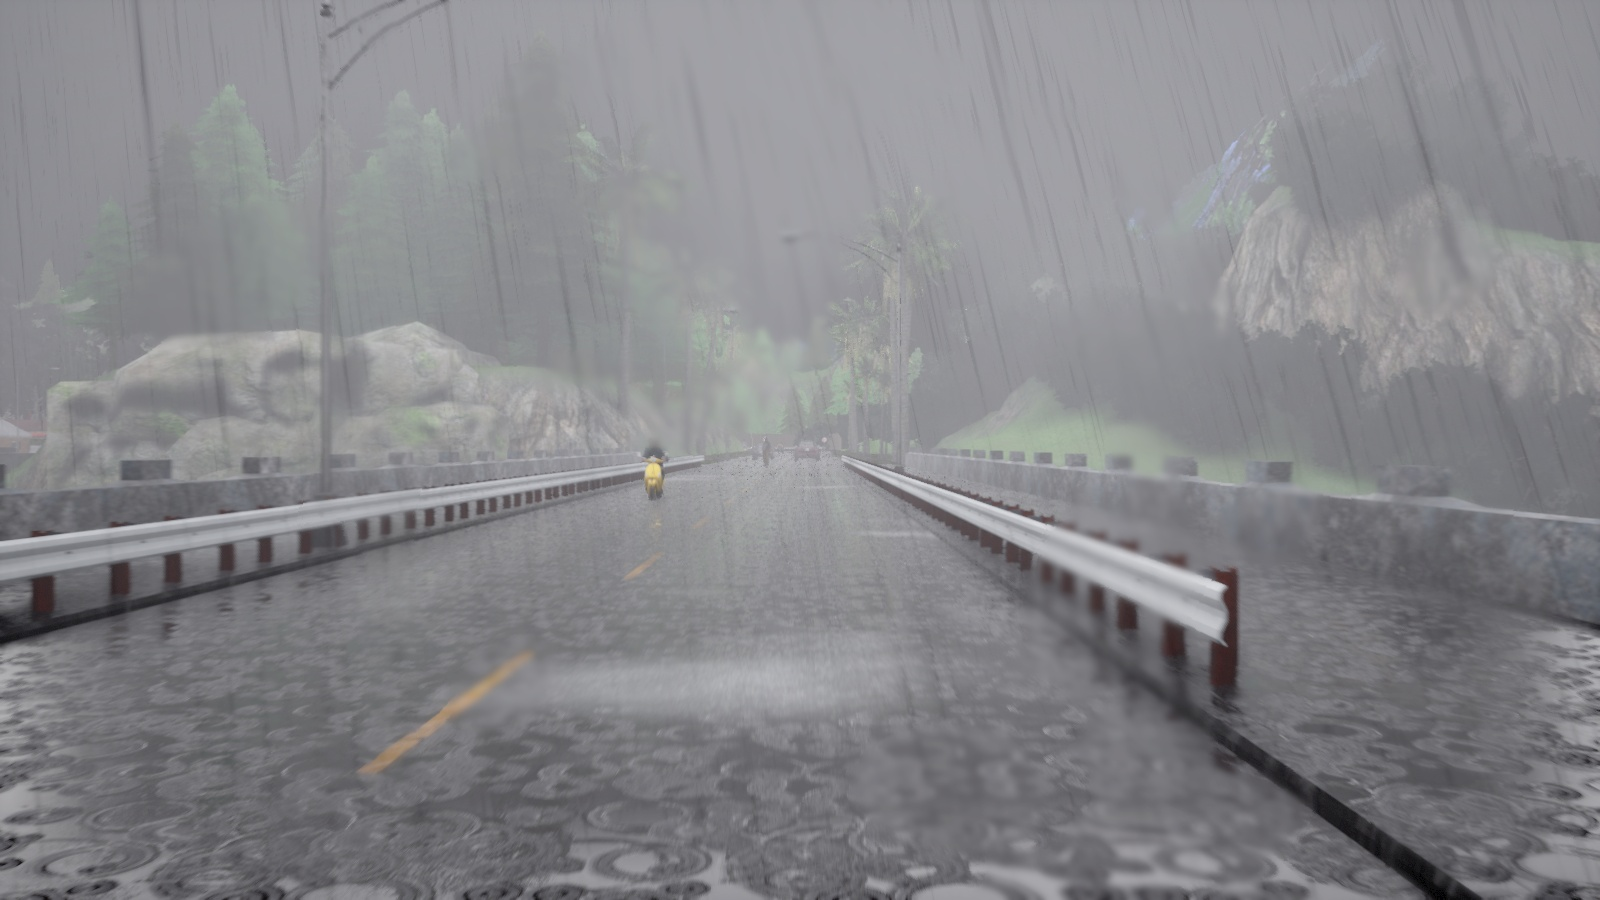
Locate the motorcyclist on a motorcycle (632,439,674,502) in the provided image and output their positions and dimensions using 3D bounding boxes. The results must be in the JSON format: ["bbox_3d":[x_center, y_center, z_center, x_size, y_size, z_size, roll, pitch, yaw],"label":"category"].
[{"bbox_3d":[-3.802,0.516,32.525,0.866,1.590,1.817,0,0,0],"label":"motorcyclist on a motorcycle"}]

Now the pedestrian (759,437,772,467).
[{"bbox_3d":[-2.148,0.106,78.649,0.540,1.848,0.694,0,0,33],"label":"pedestrian"}]
